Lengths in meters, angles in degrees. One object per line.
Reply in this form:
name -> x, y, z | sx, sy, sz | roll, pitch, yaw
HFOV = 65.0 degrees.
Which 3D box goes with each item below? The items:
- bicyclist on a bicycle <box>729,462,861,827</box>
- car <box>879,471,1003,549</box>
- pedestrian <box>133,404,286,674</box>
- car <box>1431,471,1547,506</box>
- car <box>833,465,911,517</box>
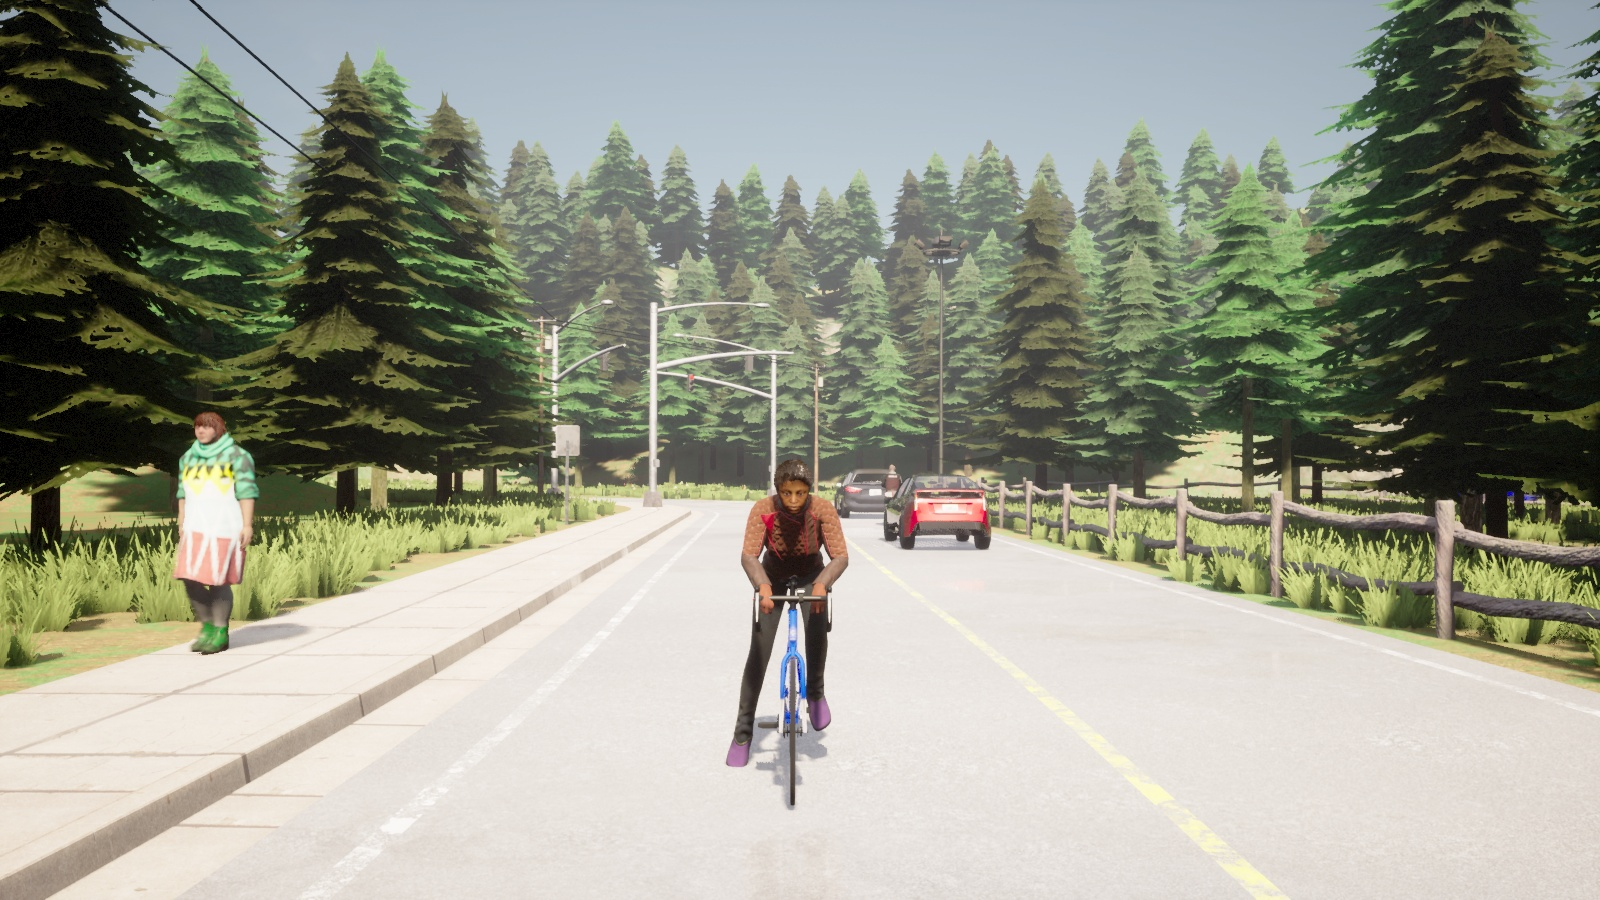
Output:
bicyclist on a bicycle -> -0.030, 0.875, 6.417 | 0.582, 1.620, 1.656 | 0, -1, -1
car -> 2.901, 1.207, 26.798 | 2.007, 1.525, 4.514 | 0, -1, -2
pedestrian -> -4.495, 0.654, 9.606 | 0.659, 1.952, 0.873 | 0, -1, 12
car -> 30.089, 1.662, 54.899 | 4.193, 1.474, 1.816 | -1, -1, 39
car -> 2.401, 1.381, 43.205 | 2.242, 1.667, 4.611 | 0, -1, -2
